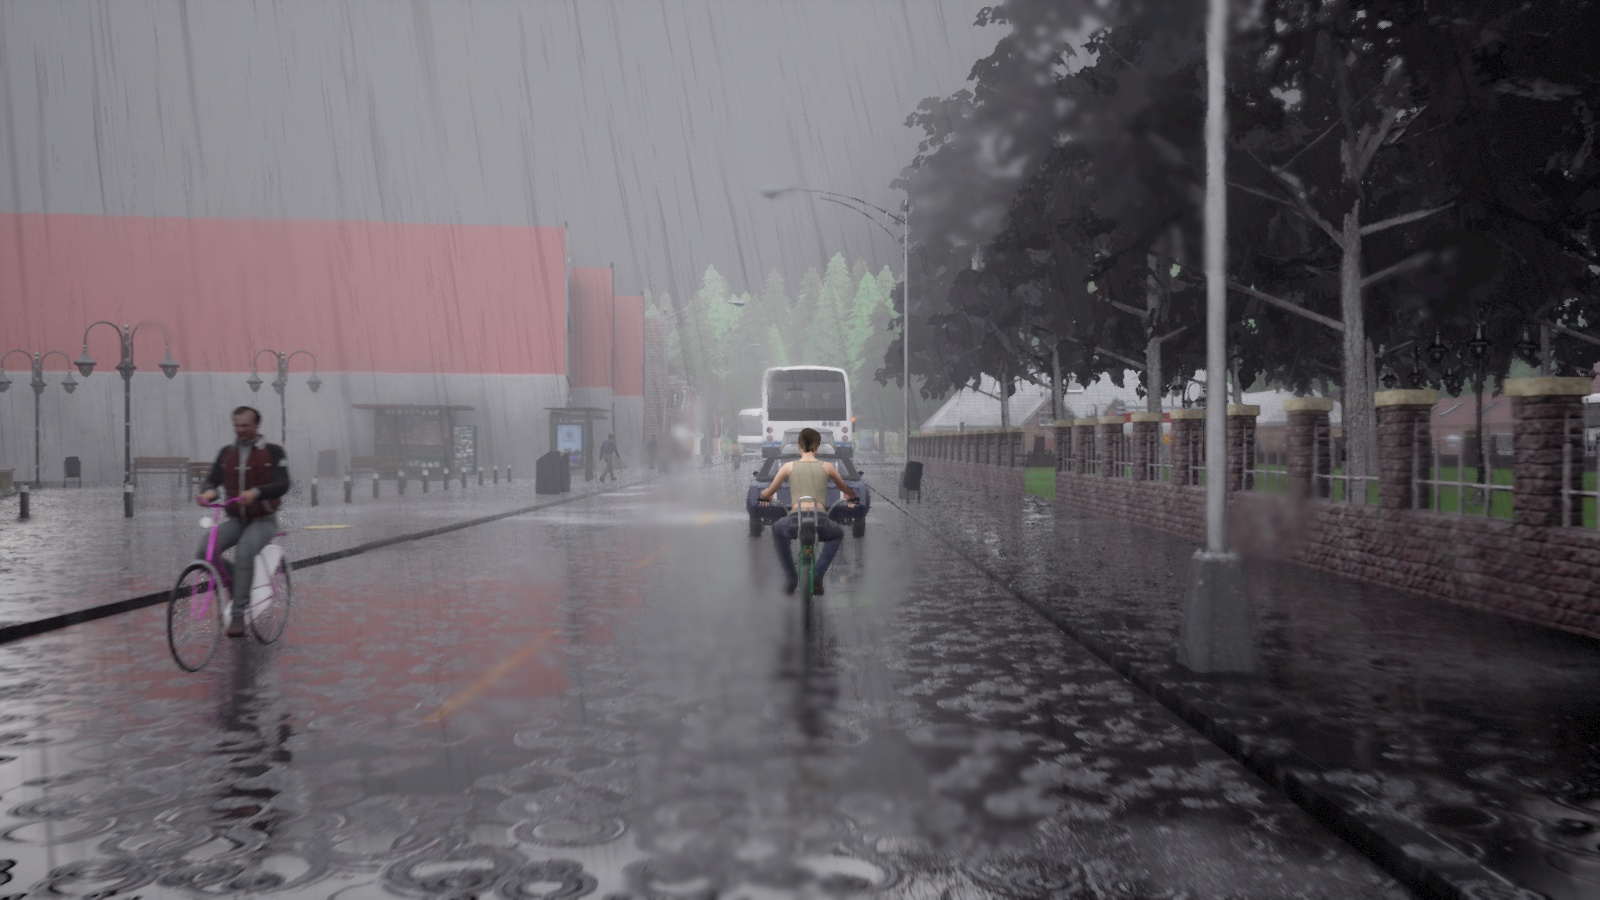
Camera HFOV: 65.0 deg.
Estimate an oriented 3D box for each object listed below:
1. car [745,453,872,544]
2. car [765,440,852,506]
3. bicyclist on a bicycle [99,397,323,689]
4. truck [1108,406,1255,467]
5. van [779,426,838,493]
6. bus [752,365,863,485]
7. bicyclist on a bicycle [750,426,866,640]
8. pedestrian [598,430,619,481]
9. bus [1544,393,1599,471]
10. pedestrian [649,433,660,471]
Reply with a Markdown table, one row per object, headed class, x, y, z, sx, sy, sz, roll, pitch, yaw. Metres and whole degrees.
| class | x | y | z | sx | sy | sz | roll | pitch | yaw |
| --- | --- | --- | --- | --- | --- | --- | --- | --- | --- |
| car | 0.136 | 0.729 | 20.986 | 1.895 | 1.301 | 4.718 | 0 | 0 | 0 |
| car | 0.205 | 0.518 | 31.068 | 2.007 | 1.525 | 4.514 | 0 | 0 | 0 |
| bicyclist on a bicycle | -3.936 | 0.566 | 8.569 | 0.659 | 1.776 | 1.843 | 0 | 0 | 0 |
| truck | 24.214 | -0.849 | 80.000 | 8.468 | 3.827 | 2.891 | 0 | 0 | -1 |
| van | 0.268 | 0.274 | 40.056 | 1.775 | 1.987 | 4.442 | 0 | 0 | 0 |
| bus | 0.343 | -0.910 | 49.793 | 3.944 | 4.253 | 10.273 | 0 | 0 | 1 |
| bicyclist on a bicycle | 0.068 | 0.625 | 10.224 | 0.866 | 1.612 | 1.509 | 0 | 0 | 1 |
| pedestrian | -6.875 | 0.197 | 45.086 | 0.370 | 1.835 | 0.726 | 0 | 0 | 31 |
| bus | 45.308 | -0.977 | 67.996 | 3.944 | 4.253 | 10.273 | 0 | 0 | 0 |
| pedestrian | -7.406 | 0.090 | 63.918 | 0.402 | 1.930 | 0.666 | 0 | 0 | 5 |
